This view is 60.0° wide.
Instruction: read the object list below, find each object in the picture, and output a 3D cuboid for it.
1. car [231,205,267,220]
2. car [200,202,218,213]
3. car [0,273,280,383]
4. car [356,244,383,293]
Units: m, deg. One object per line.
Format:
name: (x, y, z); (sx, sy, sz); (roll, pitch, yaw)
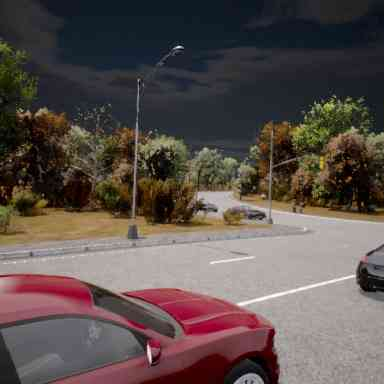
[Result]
car: (5.798, 2.179, 36.053); (2.033, 1.411, 5.357); (3, -1, -26)
car: (2.137, 2.056, 46.033); (1.994, 1.385, 4.181); (3, 0, -18)
car: (-1.371, 1.479, 2.768); (5.008, 1.535, 1.882); (0, 0, -36)
car: (5.777, 1.665, 7.922); (4.181, 1.385, 1.994); (1, -1, -35)
